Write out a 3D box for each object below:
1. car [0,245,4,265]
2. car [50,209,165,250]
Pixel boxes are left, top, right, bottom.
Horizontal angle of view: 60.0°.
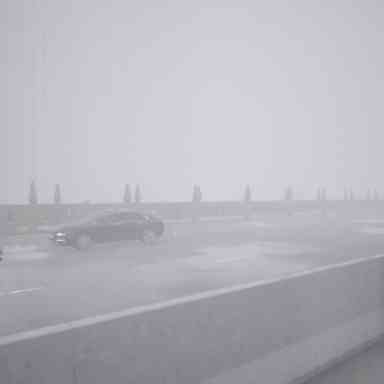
[{"bbox_3d":[-7.073,1.487,7.547,4.902,1.511,2.128,0,0,-36],"label":"car"},{"bbox_3d":[-3.512,1.519,14.388,4.892,1.490,1.837,0,0,-36],"label":"car"}]
